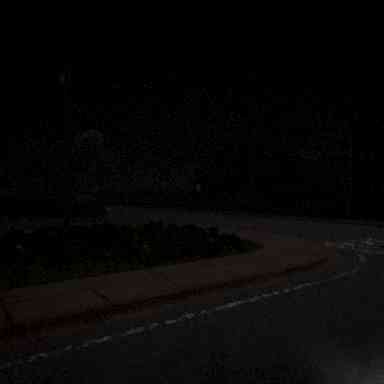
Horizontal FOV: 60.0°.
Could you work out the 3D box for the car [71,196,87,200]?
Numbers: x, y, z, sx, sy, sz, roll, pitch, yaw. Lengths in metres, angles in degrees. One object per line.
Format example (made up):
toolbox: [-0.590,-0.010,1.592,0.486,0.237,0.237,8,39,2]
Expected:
car: [-16.802,1.490,49.546,1.812,1.442,4.674,0,0,-35]

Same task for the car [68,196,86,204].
car: [-21.551,1.482,62.170,1.812,1.442,4.674,0,0,-36]
